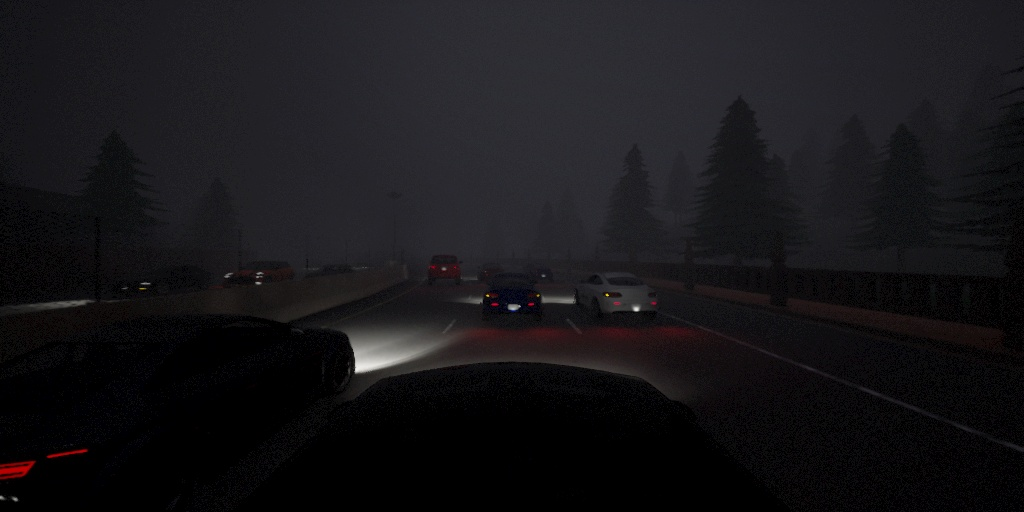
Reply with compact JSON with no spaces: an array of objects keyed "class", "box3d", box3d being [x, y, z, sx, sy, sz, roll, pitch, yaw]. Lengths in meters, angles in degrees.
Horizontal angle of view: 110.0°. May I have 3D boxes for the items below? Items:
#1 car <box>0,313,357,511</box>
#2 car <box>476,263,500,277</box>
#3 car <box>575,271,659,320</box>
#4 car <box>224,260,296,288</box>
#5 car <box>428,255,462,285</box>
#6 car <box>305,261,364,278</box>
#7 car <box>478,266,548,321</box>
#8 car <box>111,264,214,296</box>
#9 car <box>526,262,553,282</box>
[{"class":"car","box3d":[-3.420,1.310,3.909,1.994,1.385,4.181,0,0,0]},{"class":"car","box3d":[-1.645,1.221,27.802,1.812,1.442,4.674,0,0,-9]},{"class":"car","box3d":[3.453,1.253,12.473,1.812,1.442,4.674,0,0,-2]},{"class":"car","box3d":[-15.042,1.060,21.675,2.097,1.767,4.553,0,0,-8]},{"class":"car","box3d":[-4.812,0.921,25.868,2.150,2.045,5.566,0,0,-9]},{"class":"car","box3d":[-11.710,1.252,23.592,2.033,1.411,5.357,0,0,-8]},{"class":"car","box3d":[-0.038,1.254,12.304,1.812,1.442,4.674,0,0,-2]},{"class":"car","box3d":[-18.218,1.218,19.015,1.837,1.490,4.892,0,0,-7]},{"class":"car","box3d":[1.890,1.221,27.840,1.812,1.442,4.674,0,0,-9]}]
